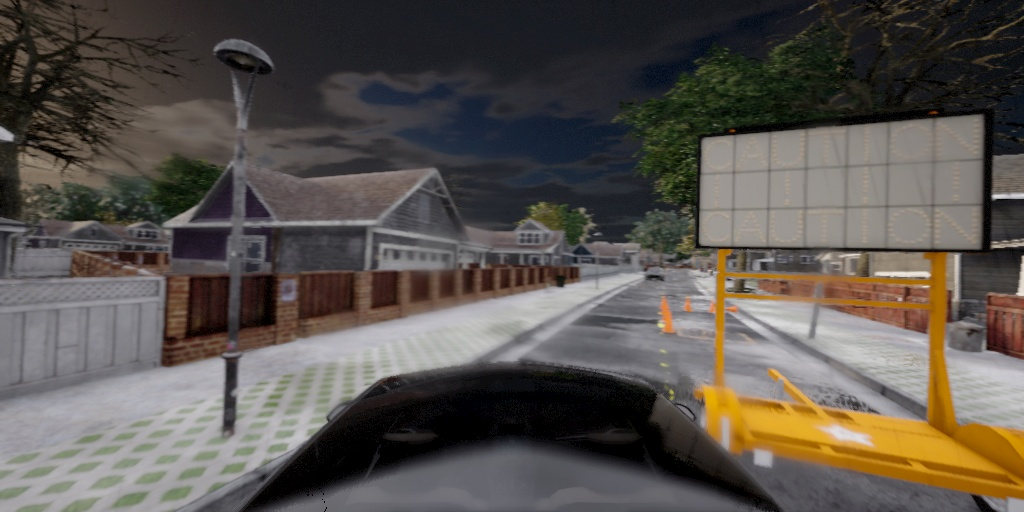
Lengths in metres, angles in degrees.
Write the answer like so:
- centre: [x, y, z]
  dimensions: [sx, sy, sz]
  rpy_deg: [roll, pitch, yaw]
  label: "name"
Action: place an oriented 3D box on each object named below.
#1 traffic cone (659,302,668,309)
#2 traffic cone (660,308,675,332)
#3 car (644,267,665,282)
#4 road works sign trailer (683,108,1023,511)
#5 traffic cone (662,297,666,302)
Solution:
- centre: [5.455, 2.021, 12.685]
  dimensions: [0.340, 0.580, 0.340]
  rpy_deg: [0, 0, 22]
  label: "traffic cone"
- centre: [4.719, 1.974, 10.827]
  dimensions: [0.340, 0.580, 0.340]
  rpy_deg: [0, 0, 22]
  label: "traffic cone"
- centre: [17.014, 2.095, 42.585]
  dimensions: [2.097, 1.767, 4.553]
  rpy_deg: [1, 0, 25]
  label: "car"
- centre: [3.230, 0.349, 3.891]
  dimensions: [2.380, 3.560, 2.880]
  rpy_deg: [0, 0, 22]
  label: "road works sign trailer"
- centre: [6.191, 2.067, 14.545]
  dimensions: [0.340, 0.580, 0.340]
  rpy_deg: [0, 0, 22]
  label: "traffic cone"
